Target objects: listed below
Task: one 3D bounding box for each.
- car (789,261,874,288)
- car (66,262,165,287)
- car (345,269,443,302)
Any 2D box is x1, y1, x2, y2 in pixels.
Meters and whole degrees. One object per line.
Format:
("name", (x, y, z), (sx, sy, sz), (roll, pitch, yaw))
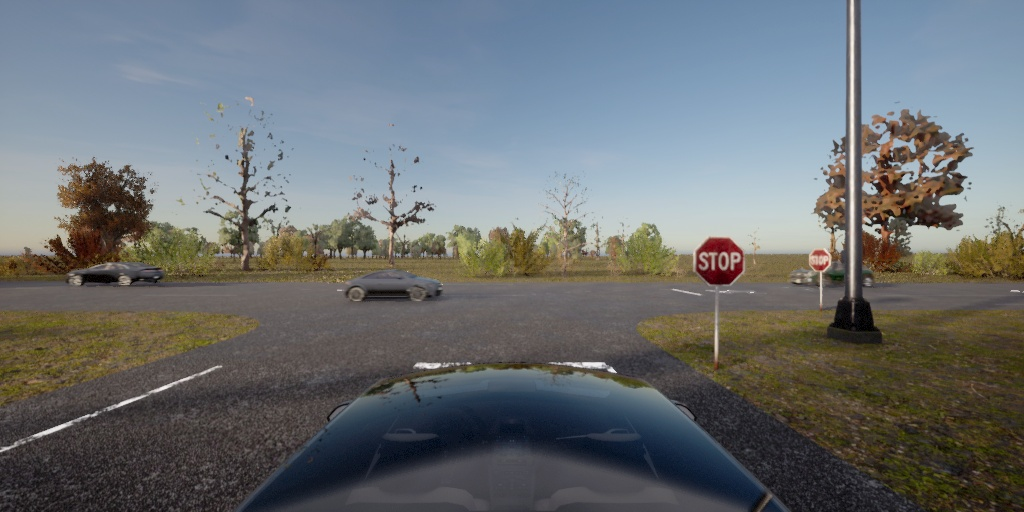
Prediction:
("car", (21.469, 1.129, 24.218), (4.553, 1.767, 2.097), (1, 0, -2))
("car", (-25.026, 1.134, 22.707), (4.902, 1.511, 2.128), (0, 0, -2))
("car", (-5.310, 1.310, 16.359), (4.181, 1.385, 1.994), (0, 0, -2))
